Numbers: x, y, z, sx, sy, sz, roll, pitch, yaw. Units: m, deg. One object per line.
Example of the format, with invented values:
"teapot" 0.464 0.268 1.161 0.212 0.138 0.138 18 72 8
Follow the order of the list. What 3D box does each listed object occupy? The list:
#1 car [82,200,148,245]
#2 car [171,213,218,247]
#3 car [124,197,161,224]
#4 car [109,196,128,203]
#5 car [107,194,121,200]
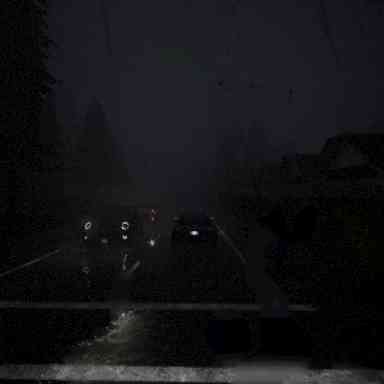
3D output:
"car" -3.590 1.429 15.876 2.097 1.767 4.553 0 0 0
"car" 0.099 1.637 15.436 1.994 1.385 4.181 0 0 0
"car" -3.586 1.472 25.796 2.097 1.767 4.553 0 0 0
"car" -16.189 1.694 73.739 3.806 1.475 1.970 0 0 -1
"car" -16.780 1.396 70.412 3.866 1.878 1.905 0 0 -1
